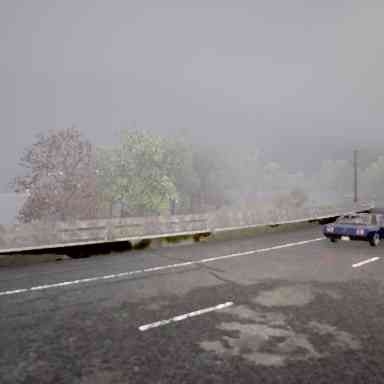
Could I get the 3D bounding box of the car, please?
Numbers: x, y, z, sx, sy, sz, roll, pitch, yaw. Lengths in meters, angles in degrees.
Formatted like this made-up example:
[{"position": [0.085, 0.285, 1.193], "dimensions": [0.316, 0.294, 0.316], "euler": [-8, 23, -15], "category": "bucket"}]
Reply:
[{"position": [7.883, 1.614, 15.142], "dimensions": [4.718, 1.301, 1.895], "euler": [0, 0, -44], "category": "car"}]
